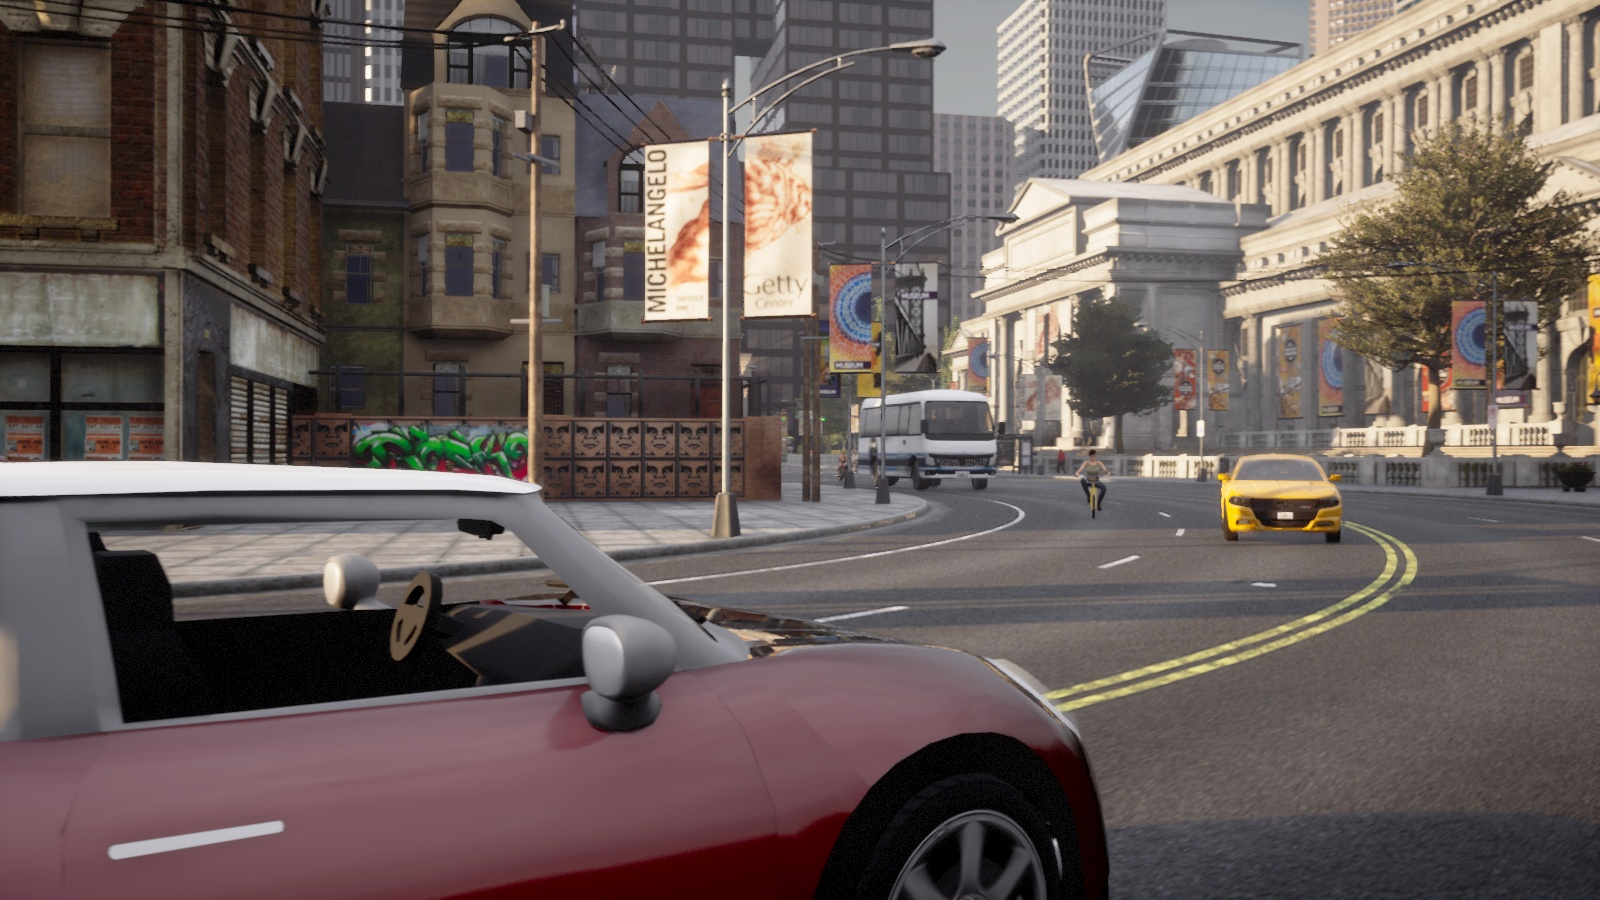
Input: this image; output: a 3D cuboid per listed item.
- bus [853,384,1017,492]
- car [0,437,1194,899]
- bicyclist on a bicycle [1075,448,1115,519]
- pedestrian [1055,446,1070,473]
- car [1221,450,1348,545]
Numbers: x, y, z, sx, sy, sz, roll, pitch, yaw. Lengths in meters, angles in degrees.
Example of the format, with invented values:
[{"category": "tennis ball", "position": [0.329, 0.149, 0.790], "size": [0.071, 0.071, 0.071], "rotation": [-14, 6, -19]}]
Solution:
[{"category": "bus", "position": [5.634, -0.460, 55.194], "size": [3.944, 4.253, 10.273], "rotation": [0, 0, -13]}, {"category": "car", "position": [-1.082, 0.724, 2.982], "size": [3.806, 1.475, 1.970], "rotation": [0, 0, -36]}, {"category": "bicyclist on a bicycle", "position": [6.829, 0.762, 29.151], "size": [0.866, 1.612, 1.509], "rotation": [-1, 0, 12]}, {"category": "pedestrian", "position": [17.702, 0.641, 84.796], "size": [0.634, 1.844, 0.899], "rotation": [0, 0, -17]}, {"category": "car", "position": [8.696, 0.777, 22.880], "size": [1.882, 1.535, 5.008], "rotation": [0, 0, 18]}]
